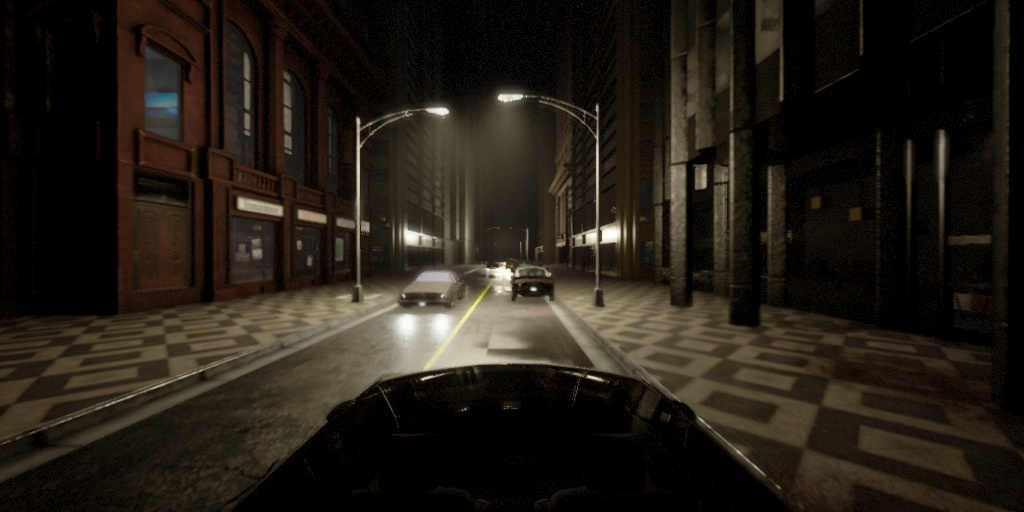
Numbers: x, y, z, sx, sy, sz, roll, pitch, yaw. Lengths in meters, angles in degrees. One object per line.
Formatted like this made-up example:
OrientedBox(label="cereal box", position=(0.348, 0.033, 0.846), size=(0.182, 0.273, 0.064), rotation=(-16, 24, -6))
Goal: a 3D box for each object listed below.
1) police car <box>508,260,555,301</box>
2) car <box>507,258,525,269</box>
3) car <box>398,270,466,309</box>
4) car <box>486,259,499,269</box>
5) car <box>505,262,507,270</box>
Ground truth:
OrientedBox(label="police car", position=(0.900, 1.163, 17.344), size=(1.930, 1.638, 5.238), rotation=(0, 0, 0))
OrientedBox(label="car", position=(0.900, 1.088, 27.205), size=(2.097, 1.767, 4.553), rotation=(0, 0, 0))
OrientedBox(label="car", position=(-3.097, 1.287, 15.041), size=(2.033, 1.411, 5.357), rotation=(0, 0, 0))
OrientedBox(label="car", position=(-3.045, 1.280, 57.560), size=(1.812, 1.442, 4.674), rotation=(0, 0, 1))
OrientedBox(label="car", position=(0.006, 1.227, 53.069), size=(1.882, 1.535, 5.008), rotation=(0, 0, 0))
